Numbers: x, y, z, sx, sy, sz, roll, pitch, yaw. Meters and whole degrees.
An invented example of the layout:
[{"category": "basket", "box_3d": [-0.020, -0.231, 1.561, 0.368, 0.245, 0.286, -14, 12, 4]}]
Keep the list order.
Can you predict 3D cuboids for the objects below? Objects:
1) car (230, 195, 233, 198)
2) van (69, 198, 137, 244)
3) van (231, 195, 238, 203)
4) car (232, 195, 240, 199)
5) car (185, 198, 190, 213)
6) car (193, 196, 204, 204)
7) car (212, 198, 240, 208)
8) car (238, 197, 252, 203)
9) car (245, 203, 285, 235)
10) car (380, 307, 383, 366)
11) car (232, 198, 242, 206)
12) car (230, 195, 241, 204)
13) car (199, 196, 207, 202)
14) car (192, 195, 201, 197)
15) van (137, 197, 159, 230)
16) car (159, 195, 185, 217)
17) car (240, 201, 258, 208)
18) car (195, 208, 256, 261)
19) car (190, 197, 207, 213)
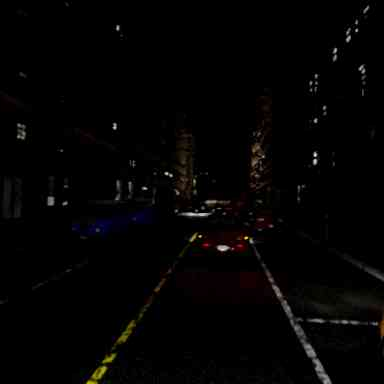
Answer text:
[{"category": "car", "box_3d": [7.540, 1.676, 52.697, 1.967, 1.590, 4.097, 3, 0, 6]}, {"category": "van", "box_3d": [-3.994, 1.253, 14.979, 1.690, 1.788, 3.998, 3, 0, 6]}, {"category": "van", "box_3d": [10.212, 1.736, 80.225, 1.690, 1.788, 3.998, 2, 0, 6]}, {"category": "car", "box_3d": [6.478, 1.501, 41.686, 2.192, 1.841, 5.009, 3, 0, 6]}, {"category": "car", "box_3d": [-1.858, 1.304, 36.998, 2.192, 1.841, 5.009, 3, 0, 6]}, {"category": "car", "box_3d": [1.334, 1.695, 70.027, 1.887, 1.381, 4.507, 3, 0, 6]}, {"category": "car", "box_3d": [2.820, 1.574, 29.431, 2.128, 1.511, 4.902, 1, 0, 6]}, {"category": "car", "box_3d": [5.446, 1.584, 30.672, 1.967, 1.590, 4.097, 3, 0, 6]}, {"category": "car", "box_3d": [4.365, 1.650, 19.663, 1.887, 1.381, 4.507, 3, 0, 6]}, {"category": "car", "box_3d": [3.098, 1.546, 2.132, 1.882, 1.535, 5.008, 1, 0, 6]}, {"category": "car", "box_3d": [8.601, 1.875, 63.708, 1.802, 1.307, 4.206, 2, 0, 6]}, {"category": "car", "box_3d": [9.680, 1.674, 74.719, 2.192, 1.841, 5.009, 2, 0, 6]}, {"category": "car", "box_3d": [2.933, 1.840, 86.542, 1.802, 1.307, 4.206, 3, 0, 6]}, {"category": "car", "box_3d": [0.811, 1.434, 64.521, 2.192, 1.841, 5.009, 3, 0, 6]}, {"category": "van", "box_3d": [-3.461, 1.271, 20.485, 1.690, 1.788, 3.998, 3, 0, 6]}, {"category": "car", "box_3d": [-2.392, 1.283, 31.494, 2.192, 1.841, 5.009, 3, 0, 6]}, {"category": "car", "box_3d": [4.899, 1.668, 25.167, 1.887, 1.381, 4.507, 3, 0, 6]}, {"category": "car", "box_3d": [1.161, 1.552, 12.490, 1.812, 1.442, 4.674, 1, 0, 5]}, {"category": "car", "box_3d": [0.755, 1.597, 37.935, 2.033, 1.411, 5.357, 1, 0, 6]}]
